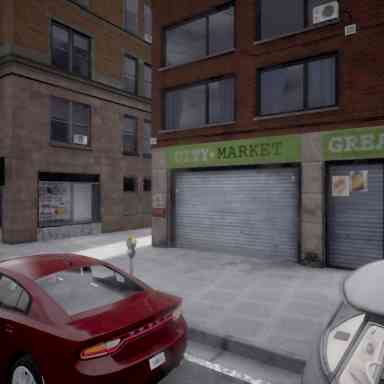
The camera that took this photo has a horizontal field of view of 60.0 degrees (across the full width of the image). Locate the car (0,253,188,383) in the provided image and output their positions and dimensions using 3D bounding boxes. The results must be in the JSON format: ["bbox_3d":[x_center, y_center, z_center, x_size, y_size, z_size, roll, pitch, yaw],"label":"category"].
[{"bbox_3d":[-2.160,1.544,4.615,4.507,1.381,1.887,0,0,35],"label":"car"}]

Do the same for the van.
[{"bbox_3d":[2.450,1.341,1.329,3.998,1.788,1.690,0,0,35],"label":"van"}]
